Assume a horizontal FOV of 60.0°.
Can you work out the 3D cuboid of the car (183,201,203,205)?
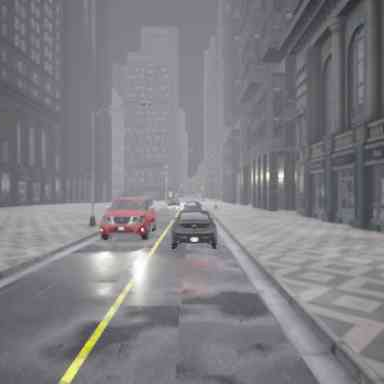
[{"bbox_3d":[0.082,1.594,32.159,1.812,1.442,4.674,0,0,0],"label":"car"}]

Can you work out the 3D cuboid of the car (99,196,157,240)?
[{"bbox_3d":[-3.112,1.246,17.343,2.150,2.045,5.566,0,0,0],"label":"car"}]

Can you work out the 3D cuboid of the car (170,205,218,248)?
[{"bbox_3d":[0.091,1.522,14.804,1.837,1.490,4.892,0,0,0],"label":"car"}]

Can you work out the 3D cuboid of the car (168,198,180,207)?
[{"bbox_3d":[-3.082,1.819,58.013,1.994,1.385,4.181,0,-1,0],"label":"car"}]
